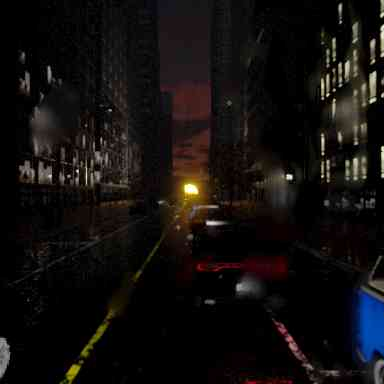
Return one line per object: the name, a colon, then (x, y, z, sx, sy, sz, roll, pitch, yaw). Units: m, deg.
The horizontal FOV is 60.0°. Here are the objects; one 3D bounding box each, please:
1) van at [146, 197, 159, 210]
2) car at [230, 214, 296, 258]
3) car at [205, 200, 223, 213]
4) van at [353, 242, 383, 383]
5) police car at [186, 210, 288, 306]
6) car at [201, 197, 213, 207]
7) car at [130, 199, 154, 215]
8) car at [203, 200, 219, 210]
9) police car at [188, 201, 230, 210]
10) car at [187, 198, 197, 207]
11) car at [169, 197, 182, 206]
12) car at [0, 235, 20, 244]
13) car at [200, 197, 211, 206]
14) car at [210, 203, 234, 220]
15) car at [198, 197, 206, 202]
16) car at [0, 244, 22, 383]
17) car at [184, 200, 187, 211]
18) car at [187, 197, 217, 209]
van: (-5.707, 1.608, 47.787, 1.690, 1.788, 3.998, 0, 0, 0)
car: (2.686, 1.662, 13.630, 1.802, 1.307, 4.206, 0, 0, 0)
car: (2.676, 1.790, 42.092, 2.008, 1.369, 4.403, 0, 0, 0)
van: (2.690, 1.355, 2.247, 1.690, 1.788, 3.998, 0, 0, 0)
police car: (0.897, 1.475, 8.375, 1.930, 1.638, 5.238, 0, 0, 0)
car: (2.670, 1.756, 59.170, 1.967, 1.590, 4.097, 0, 0, 0)
car: (-5.703, 1.761, 36.400, 2.008, 1.369, 4.403, 0, 0, 0)
car: (2.674, 1.818, 47.784, 2.008, 1.369, 4.403, 0, 0, 0)
police car: (0.893, 1.533, 18.375, 1.930, 1.638, 5.238, 0, 0, 0)
car: (-0.022, 1.824, 59.838, 1.837, 1.490, 4.892, 0, 0, 0)
car: (-3.022, 1.676, 61.104, 2.097, 1.767, 4.553, 0, 0, 0)
car: (-5.693, 1.629, 7.937, 1.802, 1.307, 4.206, 0, 0, 0)
car: (2.668, 1.780, 64.862, 1.967, 1.590, 4.097, 0, 0, 0)
car: (2.679, 1.761, 30.707, 1.802, 1.307, 4.206, 0, 0, 0)
car: (2.660, 1.974, 87.632, 1.887, 1.381, 4.507, 0, 0, 0)
car: (-3.100, 1.519, 2.366, 1.837, 1.490, 4.892, 0, 0, 0)
car: (-0.002, 1.784, 45.877, 1.812, 1.442, 4.674, 0, 0, 1)
car: (0.891, 1.367, 24.296, 2.150, 2.045, 5.566, 0, 0, 0)
